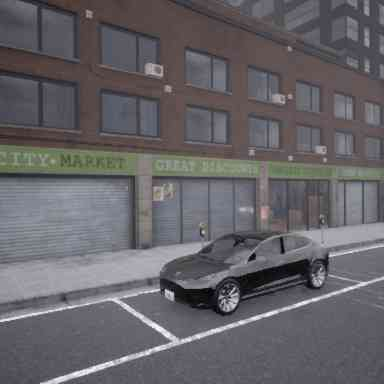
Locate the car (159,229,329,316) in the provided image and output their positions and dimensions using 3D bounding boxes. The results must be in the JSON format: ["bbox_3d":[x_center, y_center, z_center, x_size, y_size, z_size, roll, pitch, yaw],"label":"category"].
[{"bbox_3d":[1.346,1.565,7.511,4.313,1.339,1.947,0,-1,-36],"label":"car"}]
